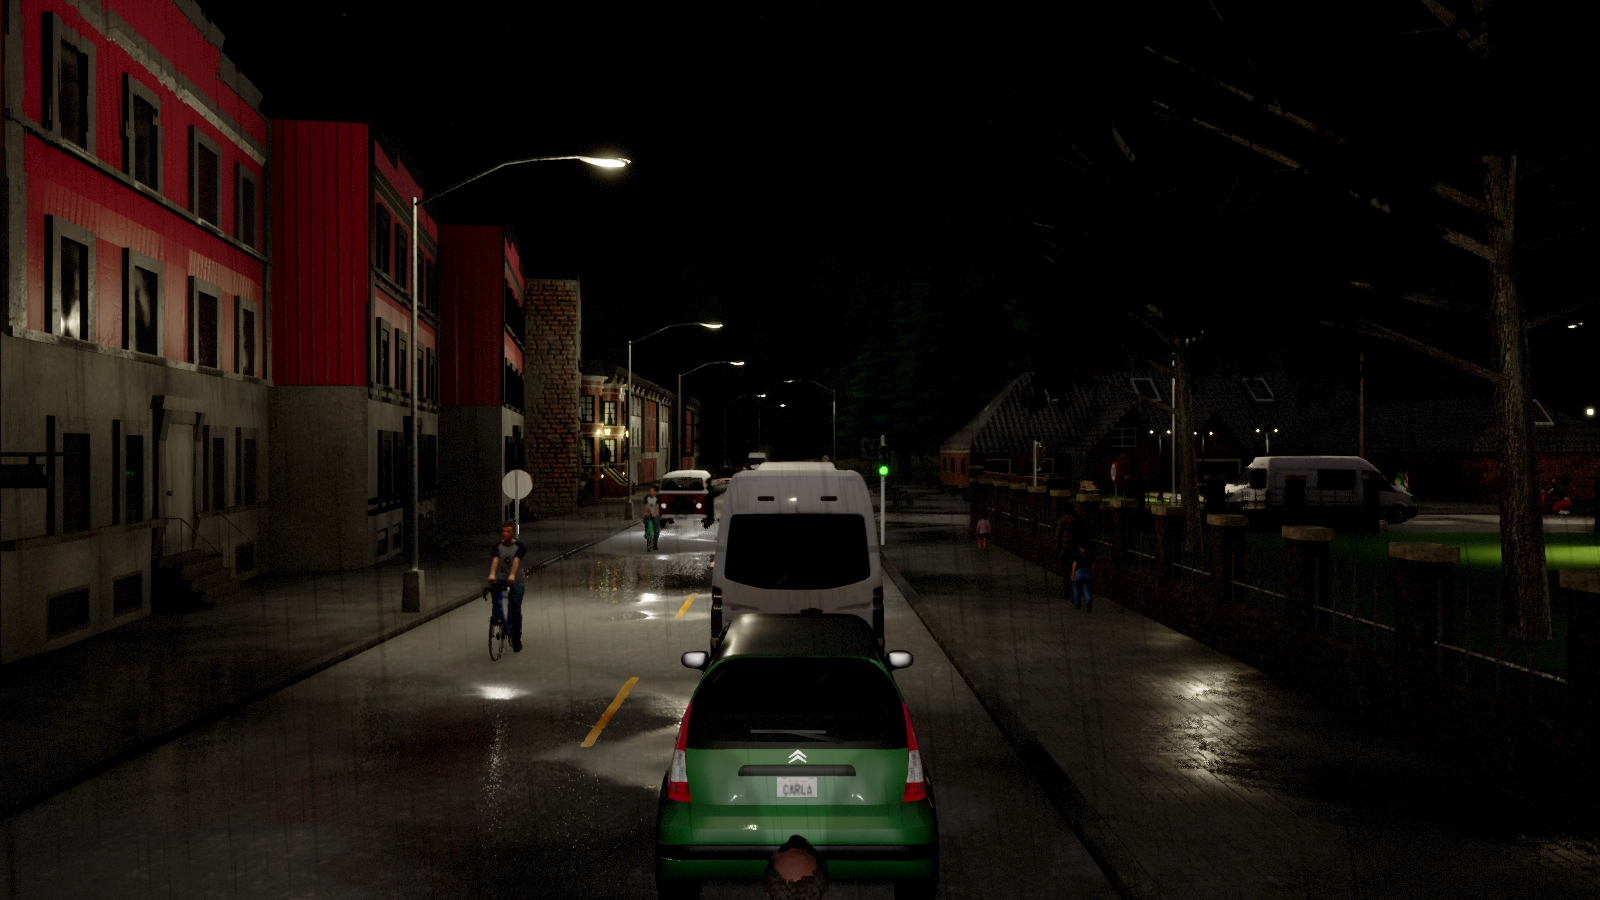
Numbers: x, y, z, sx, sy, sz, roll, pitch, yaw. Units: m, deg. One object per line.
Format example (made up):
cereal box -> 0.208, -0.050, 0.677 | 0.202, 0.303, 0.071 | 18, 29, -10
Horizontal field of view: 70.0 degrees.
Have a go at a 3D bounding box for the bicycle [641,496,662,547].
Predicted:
bicycle -> -4.073, 1.936, 31.336 | 0.373, 1.296, 1.643 | 0, 0, 0

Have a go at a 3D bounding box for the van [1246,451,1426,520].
van -> 20.326, 1.315, 43.535 | 5.915, 2.561, 1.988 | 0, 0, 1

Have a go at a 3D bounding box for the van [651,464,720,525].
van -> -4.100, 1.563, 41.571 | 2.069, 2.038, 4.480 | 0, 0, 0

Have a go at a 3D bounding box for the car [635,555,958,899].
car -> -0.023, 1.779, 8.527 | 1.851, 1.617, 3.988 | 0, 0, 0

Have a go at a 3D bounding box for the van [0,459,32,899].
van -> -4.017, 1.315, 1.545 | 1.988, 2.561, 5.915 | 0, 0, 0

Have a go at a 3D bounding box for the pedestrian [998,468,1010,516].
pedestrian -> 7.980, 1.629, 44.590 | 0.375, 1.860, 0.375 | 0, 0, -5

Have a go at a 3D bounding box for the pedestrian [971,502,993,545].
pedestrian -> 4.743, 1.904, 29.738 | 0.500, 1.100, 0.500 | 0, 0, 0

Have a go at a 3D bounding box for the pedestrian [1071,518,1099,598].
pedestrian -> 4.763, 1.805, 19.122 | 0.375, 1.300, 0.375 | 0, 0, 0

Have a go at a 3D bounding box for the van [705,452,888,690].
van -> -0.049, 1.314, 15.332 | 1.988, 2.561, 5.915 | 0, 0, 0

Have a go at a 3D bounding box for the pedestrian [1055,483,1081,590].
pedestrian -> 4.762, 1.525, 20.290 | 0.375, 1.860, 0.375 | 0, 0, 0
